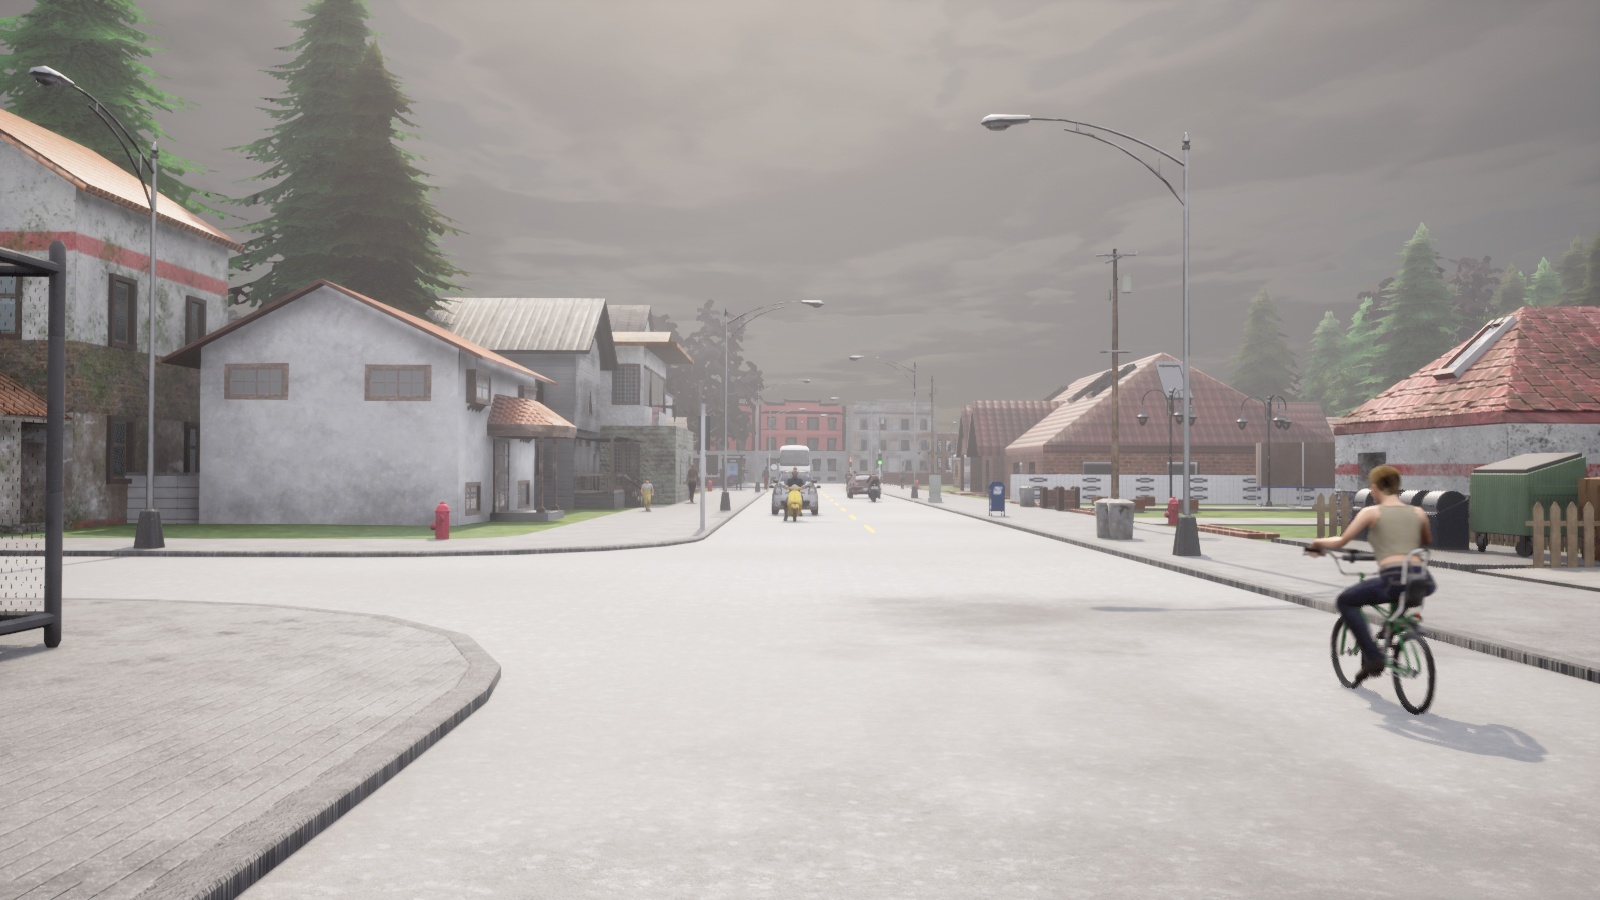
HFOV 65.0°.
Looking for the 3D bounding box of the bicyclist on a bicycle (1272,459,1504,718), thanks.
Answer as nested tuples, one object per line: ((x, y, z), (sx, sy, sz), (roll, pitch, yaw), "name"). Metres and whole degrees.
((3.961, 0.880, 8.611), (0.866, 1.612, 1.509), (0, -1, 0), "bicyclist on a bicycle")

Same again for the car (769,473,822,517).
((-0.166, 1.590, 45.423), (1.845, 1.501, 3.633), (0, -1, 0), "car")

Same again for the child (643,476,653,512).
((-5.389, 1.572, 44.540), (0.270, 1.263, 0.437), (0, -1, 0), "child")

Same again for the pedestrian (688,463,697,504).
((-4.838, 1.491, 56.576), (0.331, 1.846, 0.634), (0, -1, -1), "pedestrian")

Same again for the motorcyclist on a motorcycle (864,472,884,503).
((3.768, 1.912, 64.314), (0.866, 1.530, 2.191), (0, -1, 0), "motorcyclist on a motorcycle")

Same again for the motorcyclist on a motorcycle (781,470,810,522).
((-0.150, 1.424, 39.142), (0.866, 1.590, 1.817), (0, -1, 0), "motorcyclist on a motorcycle")

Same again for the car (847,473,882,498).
((3.734, 2.058, 73.613), (1.812, 1.442, 4.674), (0, -1, 0), "car")
